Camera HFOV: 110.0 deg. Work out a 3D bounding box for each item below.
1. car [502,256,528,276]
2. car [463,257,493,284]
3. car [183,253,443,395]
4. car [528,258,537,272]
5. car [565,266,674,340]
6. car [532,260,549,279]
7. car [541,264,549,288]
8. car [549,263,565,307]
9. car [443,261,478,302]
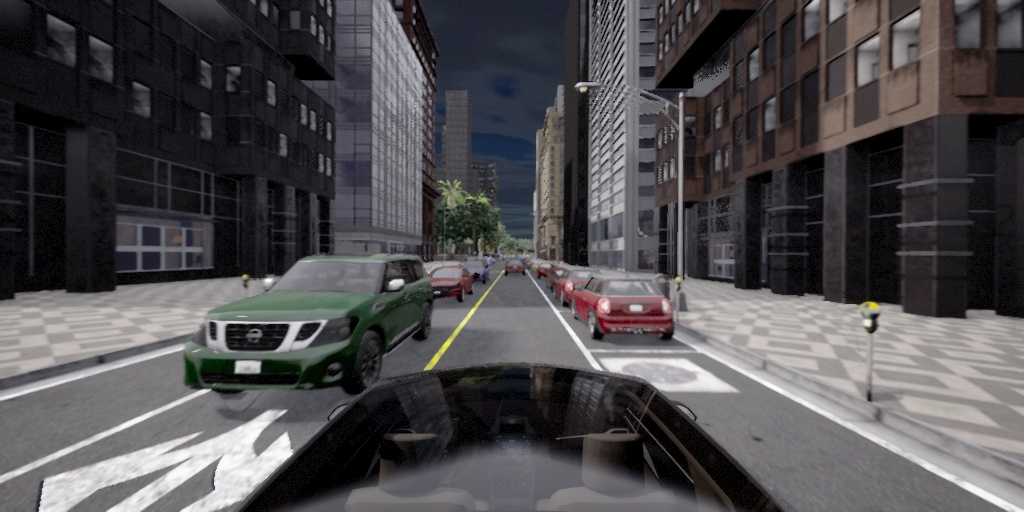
[{"bbox_3d":[0.326,1.083,37.250,2.097,1.767,4.553,0,0,1],"label":"car"},{"bbox_3d":[-2.801,1.072,26.710,2.097,1.767,4.553,0,0,1],"label":"car"},{"bbox_3d":[-3.062,0.953,6.962,2.150,2.045,5.566,0,0,1],"label":"car"},{"bbox_3d":[3.133,1.271,42.752,1.751,1.417,4.829,0,0,1],"label":"car"},{"bbox_3d":[2.820,1.200,10.034,1.967,1.591,4.097,0,0,1],"label":"car"},{"bbox_3d":[3.027,1.293,31.732,1.888,1.381,4.507,0,0,1],"label":"car"},{"bbox_3d":[2.924,1.335,20.883,1.802,1.307,4.207,0,0,1],"label":"car"},{"bbox_3d":[2.872,1.196,15.459,1.967,1.591,4.097,0,0,1],"label":"car"},{"bbox_3d":[-2.955,1.202,16.953,1.882,1.535,5.008,0,0,1],"label":"car"}]
